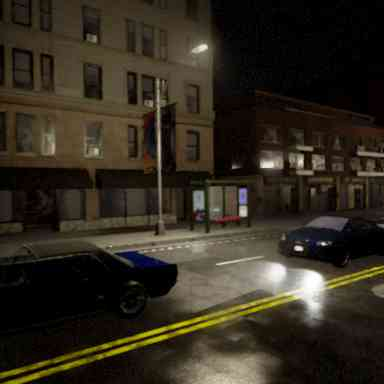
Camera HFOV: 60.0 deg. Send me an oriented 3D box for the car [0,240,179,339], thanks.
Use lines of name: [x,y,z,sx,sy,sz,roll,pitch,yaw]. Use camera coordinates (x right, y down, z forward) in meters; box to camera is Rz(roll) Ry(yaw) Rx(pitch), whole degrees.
car: [-2.666,1.591,5.771,4.718,1.301,1.895,0,0,-35]

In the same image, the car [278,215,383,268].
car: [4.817,1.490,11.106,4.181,1.385,1.994,0,0,-35]
